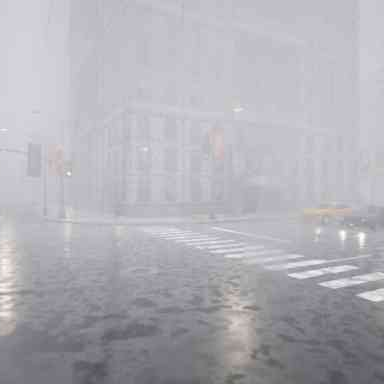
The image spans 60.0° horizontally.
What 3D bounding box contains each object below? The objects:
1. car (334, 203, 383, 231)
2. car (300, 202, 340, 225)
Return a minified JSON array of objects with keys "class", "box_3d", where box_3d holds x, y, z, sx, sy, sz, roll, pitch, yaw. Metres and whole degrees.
[{"class":"car","box_3d":[11.729,1.547,20.940,5.357,1.411,2.033,0,0,-29]},{"class":"car","box_3d":[10.041,1.478,24.001,5.008,1.535,1.882,0,0,-29]}]
